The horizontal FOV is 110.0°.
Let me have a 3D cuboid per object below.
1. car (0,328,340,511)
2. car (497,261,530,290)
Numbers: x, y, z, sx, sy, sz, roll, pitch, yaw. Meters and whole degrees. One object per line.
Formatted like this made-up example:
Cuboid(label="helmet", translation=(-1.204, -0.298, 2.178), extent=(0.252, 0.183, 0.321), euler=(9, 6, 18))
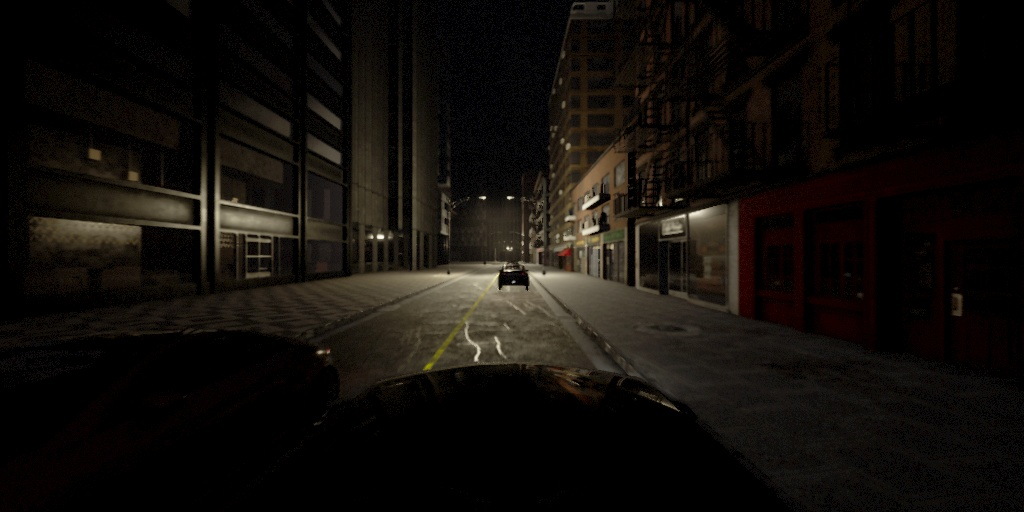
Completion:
Cuboid(label="car", translation=(-3.096, 1.314, 2.690), extent=(1.994, 1.385, 4.181), euler=(0, 0, 0))
Cuboid(label="car", translation=(0.099, 1.258, 22.717), extent=(2.128, 1.511, 4.902), euler=(0, 0, 0))
